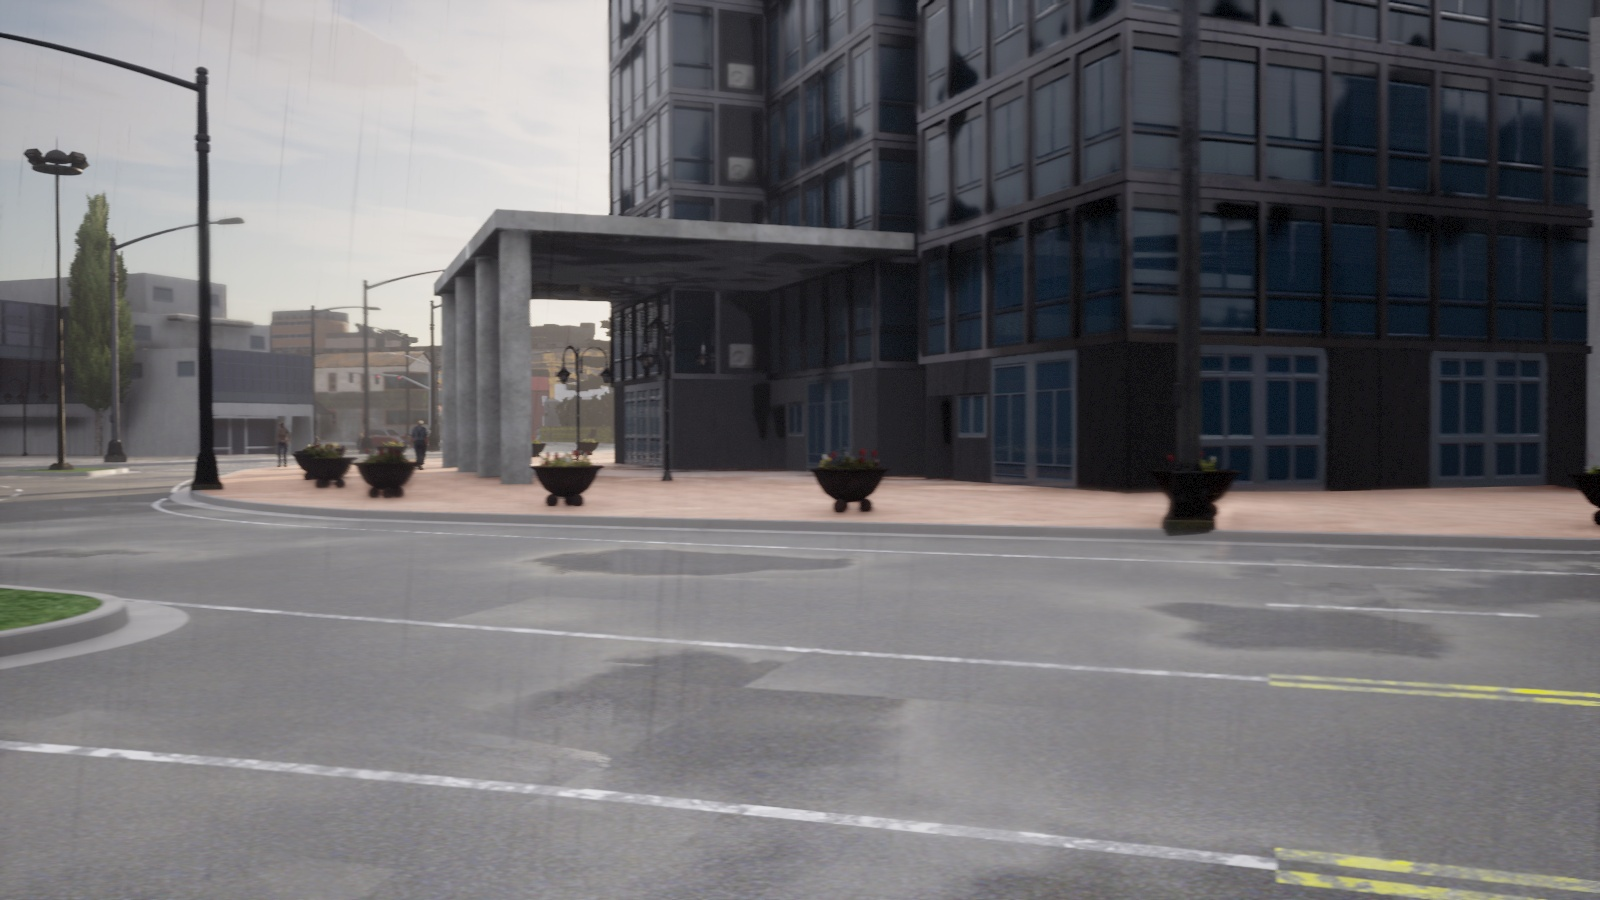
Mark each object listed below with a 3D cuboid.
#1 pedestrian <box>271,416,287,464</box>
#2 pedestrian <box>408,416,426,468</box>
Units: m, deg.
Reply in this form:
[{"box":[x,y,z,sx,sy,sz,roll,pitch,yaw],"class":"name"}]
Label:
[{"box":[-20.006,-0.391,48.222,0.328,1.805,0.869,0,1,-7],"class":"pedestrian"},{"box":[-13.688,-0.294,44.892,0.540,1.848,0.694,0,1,-9],"class":"pedestrian"}]
